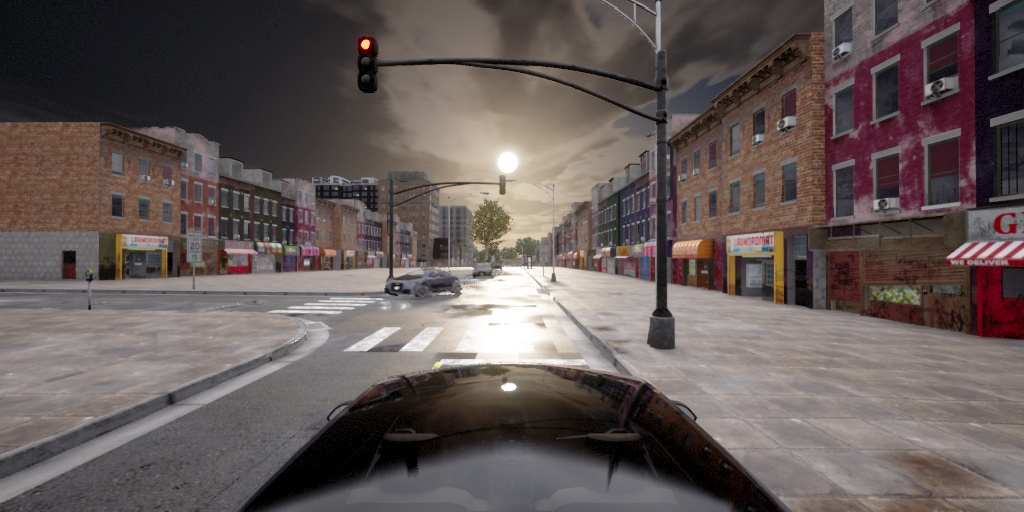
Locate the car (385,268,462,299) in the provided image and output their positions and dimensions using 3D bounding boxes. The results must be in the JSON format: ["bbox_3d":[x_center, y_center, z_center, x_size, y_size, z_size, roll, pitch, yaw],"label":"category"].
[{"bbox_3d":[-4.393,1.334,18.361,1.994,1.385,4.181,0,-1,28],"label":"car"}]

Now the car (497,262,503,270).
[{"bbox_3d":[-2.549,1.691,59.089,1.895,1.301,4.718,0,-1,1],"label":"car"}]

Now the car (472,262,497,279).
[{"bbox_3d":[-2.714,1.392,34.869,1.837,1.490,4.892,0,0,0],"label":"car"}]
